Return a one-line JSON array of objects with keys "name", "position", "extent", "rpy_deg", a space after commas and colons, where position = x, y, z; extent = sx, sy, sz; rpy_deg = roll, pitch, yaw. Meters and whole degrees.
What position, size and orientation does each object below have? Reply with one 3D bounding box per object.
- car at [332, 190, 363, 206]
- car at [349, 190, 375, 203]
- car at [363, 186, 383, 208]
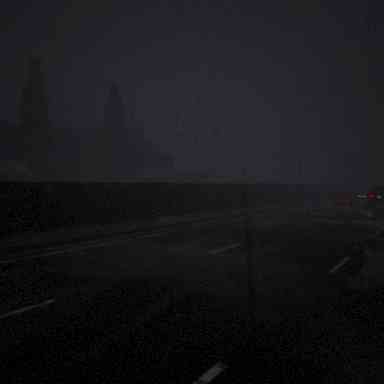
[{"name": "car", "position": [15.695, 0.576, 33.886], "extent": [1.882, 1.535, 5.008], "rpy_deg": [3, 2, 36]}, {"name": "car", "position": [21.575, 0.470, 42.157], "extent": [2.033, 1.411, 5.357], "rpy_deg": [3, 3, 36]}, {"name": "car", "position": [17.891, 0.460, 31.111], "extent": [2.150, 2.045, 5.566], "rpy_deg": [3, 2, 36]}]
